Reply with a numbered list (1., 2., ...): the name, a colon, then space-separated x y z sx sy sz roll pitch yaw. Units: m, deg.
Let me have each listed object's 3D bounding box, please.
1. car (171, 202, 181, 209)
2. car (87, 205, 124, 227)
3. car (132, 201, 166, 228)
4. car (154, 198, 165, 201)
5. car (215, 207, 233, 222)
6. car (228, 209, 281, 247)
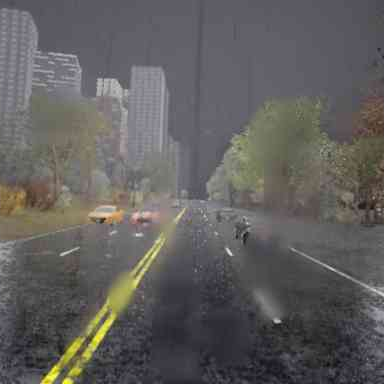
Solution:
1. car: -3.174 2.752 67.125 1.994 1.385 4.181 2 -1 0
2. car: -6.550 1.782 25.708 1.882 1.535 5.008 2 -1 0
3. car: -3.297 1.772 25.770 2.097 1.767 4.553 2 -1 0
4. car: -6.409 2.301 67.103 2.150 2.045 5.566 2 -1 0
5. car: 3.414 2.274 34.042 2.128 1.511 4.902 2 -2 0
6. car: 3.397 1.967 17.885 2.128 1.511 4.902 3 -1 0
